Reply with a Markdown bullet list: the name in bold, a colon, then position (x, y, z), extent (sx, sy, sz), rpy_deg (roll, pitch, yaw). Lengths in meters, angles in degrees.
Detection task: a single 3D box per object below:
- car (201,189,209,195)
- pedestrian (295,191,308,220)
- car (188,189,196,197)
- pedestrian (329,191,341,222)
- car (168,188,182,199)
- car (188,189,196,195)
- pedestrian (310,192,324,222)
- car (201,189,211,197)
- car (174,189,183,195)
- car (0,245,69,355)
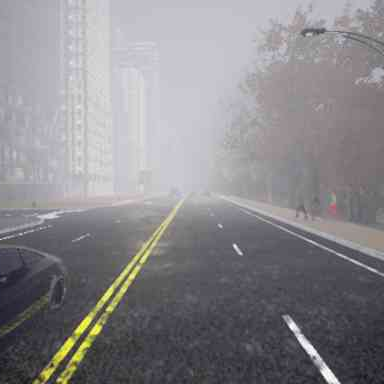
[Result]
- **car**: position (3.250, 0.015, 86.487), extent (1.882, 1.535, 5.008), rpy_deg (0, 1, 0)
- **pedestrian**: position (6.756, 0.815, 20.604), extent (0.375, 1.860, 0.375), rpy_deg (0, 1, 0)
- **car**: position (-0.001, 0.347, 76.097), extent (2.033, 1.411, 5.357), rpy_deg (0, 1, 0)
- **pedestrian**: position (8.548, 0.824, 20.004), extent (0.375, 1.860, 0.375), rpy_deg (0, 1, 0)
- **car**: position (-3.265, 0.222, 64.060), extent (2.150, 2.045, 5.566), rpy_deg (0, 1, 0)
- **car**: position (0.000, 0.061, 86.487), extent (1.812, 1.442, 4.674), rpy_deg (0, 1, 0)
- **pedestrian**: position (7.278, 0.834, 19.404), extent (0.375, 1.860, 0.375), rpy_deg (0, 1, 0)
- **car**: position (3.248, 0.308, 76.096), extent (1.837, 1.490, 4.892), rpy_deg (0, 1, 0)
- **car**: position (-3.250, 0.023, 80.694), extent (1.994, 1.385, 4.181), rpy_deg (0, 1, 0)
- **car**: position (-3.339, 1.488, 4.675), extent (1.994, 1.385, 4.181), rpy_deg (0, 1, 0)
